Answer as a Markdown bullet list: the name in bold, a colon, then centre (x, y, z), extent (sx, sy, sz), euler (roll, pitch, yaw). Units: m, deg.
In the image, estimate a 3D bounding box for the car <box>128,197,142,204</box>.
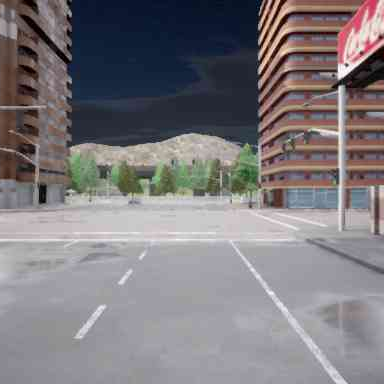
- **car**: centre (-10.500, 1.663, 61.341), extent (1.895, 1.301, 4.718), euler (0, 0, 0)
